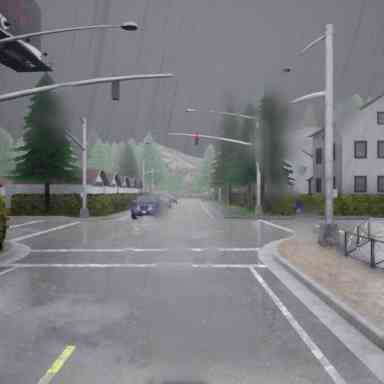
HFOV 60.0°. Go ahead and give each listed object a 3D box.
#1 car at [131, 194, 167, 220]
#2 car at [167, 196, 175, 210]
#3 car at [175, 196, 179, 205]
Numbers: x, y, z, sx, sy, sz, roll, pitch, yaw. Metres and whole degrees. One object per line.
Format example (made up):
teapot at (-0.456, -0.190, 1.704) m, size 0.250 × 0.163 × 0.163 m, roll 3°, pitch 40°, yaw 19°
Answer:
car at (-3.601, 1.202, 27.673) m, size 2.150 × 2.045 × 5.566 m, roll -1°, pitch -1°, yaw 0°
car at (-3.580, 1.525, 42.984) m, size 1.812 × 1.442 × 4.674 m, roll 0°, pitch 0°, yaw 0°
car at (-3.485, 1.443, 59.411) m, size 1.812 × 1.442 × 4.674 m, roll 0°, pitch 0°, yaw 0°
